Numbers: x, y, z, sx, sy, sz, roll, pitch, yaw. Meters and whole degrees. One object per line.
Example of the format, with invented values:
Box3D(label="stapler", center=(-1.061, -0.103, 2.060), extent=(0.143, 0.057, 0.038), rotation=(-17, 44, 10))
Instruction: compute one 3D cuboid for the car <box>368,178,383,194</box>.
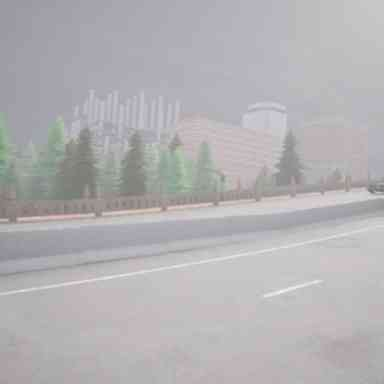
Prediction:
Box3D(label="car", center=(25.295, -0.843, 43.501), extent=(5.566, 2.045, 2.150), rotation=(-5, 3, -35))
